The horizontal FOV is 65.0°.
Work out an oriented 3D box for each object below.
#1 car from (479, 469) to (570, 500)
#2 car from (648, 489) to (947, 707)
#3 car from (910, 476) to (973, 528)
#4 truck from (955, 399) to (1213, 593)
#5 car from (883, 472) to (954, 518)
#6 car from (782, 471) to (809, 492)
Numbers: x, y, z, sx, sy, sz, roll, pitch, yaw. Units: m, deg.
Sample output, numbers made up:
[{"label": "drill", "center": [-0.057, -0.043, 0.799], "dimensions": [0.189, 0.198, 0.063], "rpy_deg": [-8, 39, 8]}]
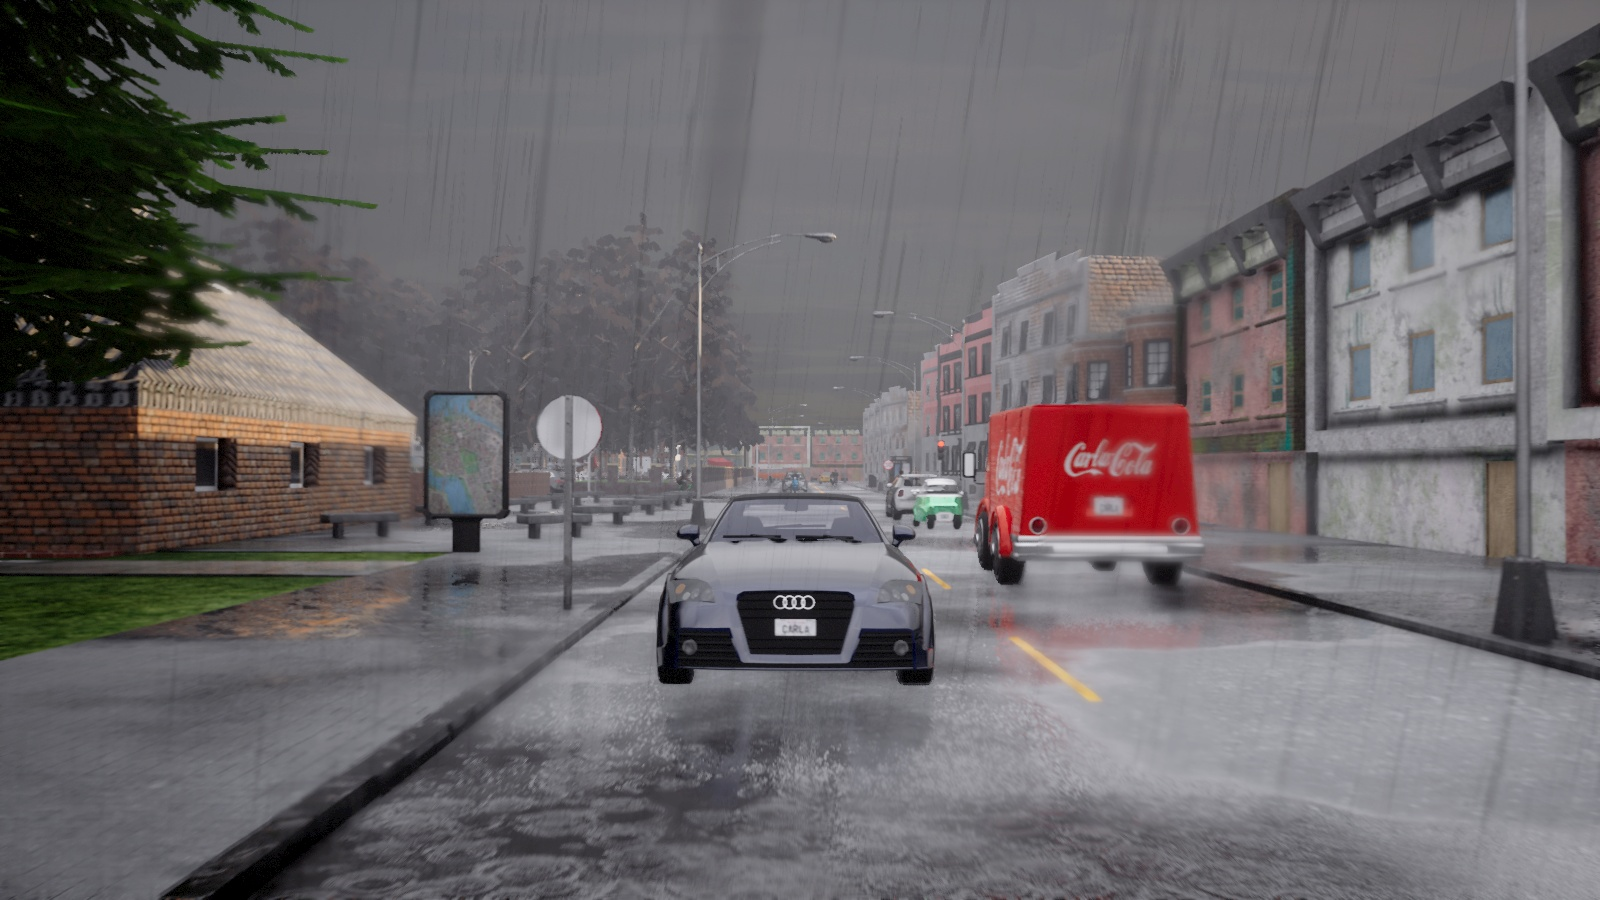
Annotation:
[{"label": "car", "center": [-15.253, 1.886, 69.630], "dimensions": [4.611, 1.667, 2.242], "rpy_deg": [0, -1, -2]}, {"label": "car", "center": [-0.026, 1.054, 10.490], "dimensions": [1.994, 1.385, 4.181], "rpy_deg": [0, -1, 0]}, {"label": "car", "center": [3.915, 1.440, 35.027], "dimensions": [1.481, 1.376, 2.207], "rpy_deg": [0, -1, 0]}, {"label": "truck", "center": [3.953, 0.624, 18.651], "dimensions": [2.627, 2.467, 5.204], "rpy_deg": [0, -1, 0]}, {"label": "car", "center": [3.892, 1.464, 41.762], "dimensions": [1.970, 1.475, 3.806], "rpy_deg": [0, -1, 0]}, {"label": "car", "center": [-0.371, 2.366, 95.735], "dimensions": [2.007, 1.525, 4.514], "rpy_deg": [0, -1, 0]}]
